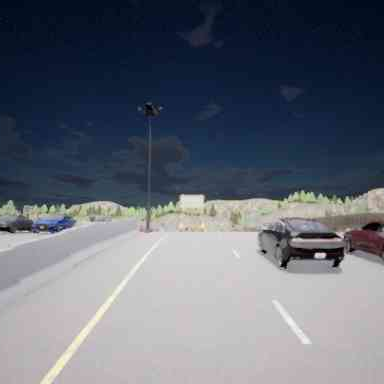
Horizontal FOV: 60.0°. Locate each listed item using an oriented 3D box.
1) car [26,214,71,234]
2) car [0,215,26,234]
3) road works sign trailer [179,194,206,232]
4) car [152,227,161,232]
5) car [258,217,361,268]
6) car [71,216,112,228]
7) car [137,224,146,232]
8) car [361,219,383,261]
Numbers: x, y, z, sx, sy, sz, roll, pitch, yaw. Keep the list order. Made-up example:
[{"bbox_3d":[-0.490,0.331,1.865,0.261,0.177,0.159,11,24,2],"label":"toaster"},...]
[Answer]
[{"bbox_3d":[-10.593,2.454,26.023,1.882,1.535,5.008,0,-5,0],"label":"car"},{"bbox_3d":[-14.095,2.545,26.250,2.033,1.411,5.357,0,-5,0],"label":"car"},{"bbox_3d":[0.003,1.966,31.395,2.380,3.560,2.880,0,-6,0],"label":"road works sign trailer"},{"bbox_3d":[-6.995,7.863,67.515,2.033,1.411,5.357,0,-8,0],"label":"car"},{"bbox_3d":[3.601,1.647,11.766,2.128,1.511,4.902,0,-2,0],"label":"car"},{"bbox_3d":[-7.096,2.489,25.018,1.895,1.301,4.718,0,-5,0],"label":"car"},{"bbox_3d":[-10.495,7.546,67.527,2.150,2.045,5.566,0,-8,0],"label":"car"},{"bbox_3d":[7.101,1.682,11.826,1.812,1.442,4.674,0,-2,0],"label":"car"}]
